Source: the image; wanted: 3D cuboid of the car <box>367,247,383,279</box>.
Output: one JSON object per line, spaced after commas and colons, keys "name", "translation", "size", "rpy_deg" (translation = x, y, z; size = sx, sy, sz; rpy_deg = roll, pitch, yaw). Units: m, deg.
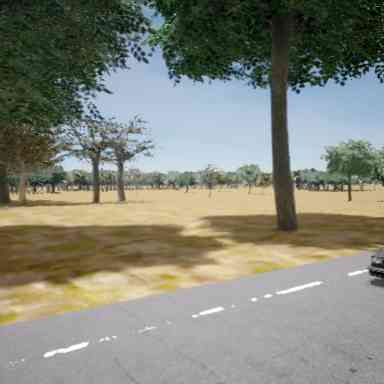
{"name": "car", "translation": [6.878, 1.560, 8.894], "size": [5.357, 1.411, 2.033], "rpy_deg": [0, 0, -35]}
